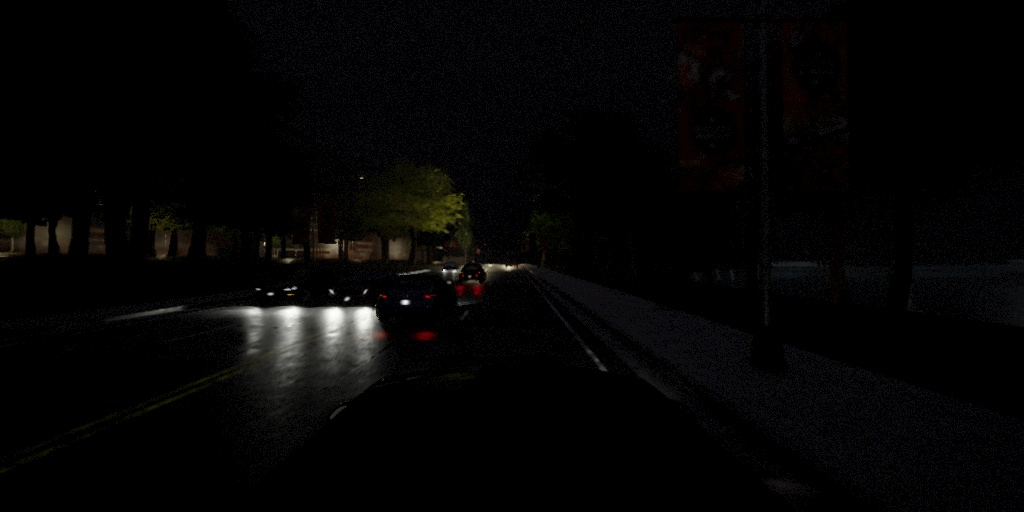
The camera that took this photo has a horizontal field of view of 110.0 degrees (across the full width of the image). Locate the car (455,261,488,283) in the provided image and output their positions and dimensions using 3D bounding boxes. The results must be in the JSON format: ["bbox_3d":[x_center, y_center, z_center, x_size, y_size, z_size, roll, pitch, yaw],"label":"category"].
[{"bbox_3d":[-3.153,1.366,28.971,1.812,1.442,4.674,0,0,0],"label":"car"}]

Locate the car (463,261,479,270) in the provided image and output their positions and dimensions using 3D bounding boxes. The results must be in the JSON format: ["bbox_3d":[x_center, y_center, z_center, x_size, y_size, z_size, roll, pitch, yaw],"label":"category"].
[{"bbox_3d":[-6.559,1.563,57.767,1.994,1.385,4.181,0,0,1],"label":"car"}]

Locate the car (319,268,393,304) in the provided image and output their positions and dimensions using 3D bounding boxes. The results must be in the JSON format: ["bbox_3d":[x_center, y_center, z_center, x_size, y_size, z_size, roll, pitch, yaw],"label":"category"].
[{"bbox_3d":[-6.603,1.344,17.014,2.033,1.411,5.357,0,0,0],"label":"car"}]

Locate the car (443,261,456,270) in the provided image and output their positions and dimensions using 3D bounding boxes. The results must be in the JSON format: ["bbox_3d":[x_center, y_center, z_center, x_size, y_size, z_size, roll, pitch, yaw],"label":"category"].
[{"bbox_3d":[-9.804,1.525,57.687,1.812,1.442,4.674,0,0,1],"label":"car"}]

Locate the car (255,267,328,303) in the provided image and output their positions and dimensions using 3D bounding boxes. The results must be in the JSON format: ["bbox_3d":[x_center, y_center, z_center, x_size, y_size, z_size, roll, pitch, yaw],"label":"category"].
[{"bbox_3d":[-9.852,1.301,17.048,1.837,1.490,4.892,0,0,0],"label":"car"}]

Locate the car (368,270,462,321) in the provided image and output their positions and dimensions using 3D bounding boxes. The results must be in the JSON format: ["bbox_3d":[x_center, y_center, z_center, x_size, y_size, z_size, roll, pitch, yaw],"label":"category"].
[{"bbox_3d":[-3.152,1.346,12.607,1.994,1.385,4.181,0,0,0],"label":"car"}]
